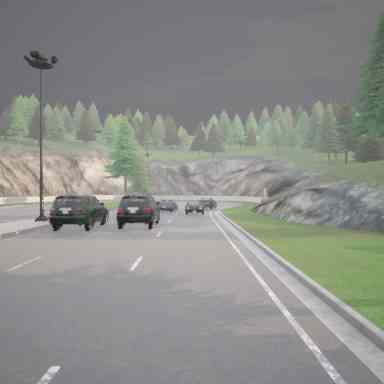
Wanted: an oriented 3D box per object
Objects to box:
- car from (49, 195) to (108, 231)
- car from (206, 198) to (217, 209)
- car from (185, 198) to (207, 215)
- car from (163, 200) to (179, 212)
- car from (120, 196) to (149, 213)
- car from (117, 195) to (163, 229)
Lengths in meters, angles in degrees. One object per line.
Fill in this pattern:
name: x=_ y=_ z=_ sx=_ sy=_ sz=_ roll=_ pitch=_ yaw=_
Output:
car: x=-6.900 y=1.218 z=20.791 sx=2.150 sy=2.045 sz=5.566 roll=0 pitch=0 yaw=0
car: x=2.110 y=1.491 z=44.155 sx=2.128 sy=1.511 sz=4.902 roll=0 pitch=0 yaw=14
car: x=0.330 y=1.601 z=34.261 sx=1.895 sy=1.301 sz=4.718 roll=0 pitch=0 yaw=2
car: x=-2.778 y=1.563 z=38.247 sx=1.994 sy=1.385 sz=4.181 roll=0 pitch=0 yaw=7
car: x=-6.354 y=1.352 z=37.590 sx=2.097 sy=1.767 sz=4.553 roll=0 pitch=0 yaw=6
car: x=-3.399 y=1.221 z=21.809 sx=2.150 sy=2.045 sz=5.566 roll=0 pitch=0 yaw=0
